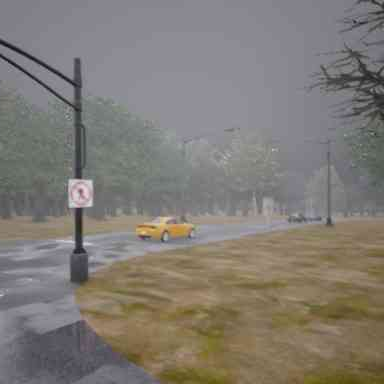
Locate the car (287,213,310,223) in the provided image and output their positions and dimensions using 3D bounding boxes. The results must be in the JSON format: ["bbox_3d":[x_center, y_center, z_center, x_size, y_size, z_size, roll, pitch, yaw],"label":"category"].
[{"bbox_3d":[15.057,3.719,47.840,1.812,1.442,4.674,-1,-3,34],"label":"car"}]

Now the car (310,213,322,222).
[{"bbox_3d":[20.450,4.271,56.130,2.033,1.411,5.357,-1,-4,33],"label":"car"}]

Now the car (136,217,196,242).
[{"bbox_3d":[-1.628,2.429,22.532,1.882,1.535,5.008,-1,-3,33],"label":"car"}]
